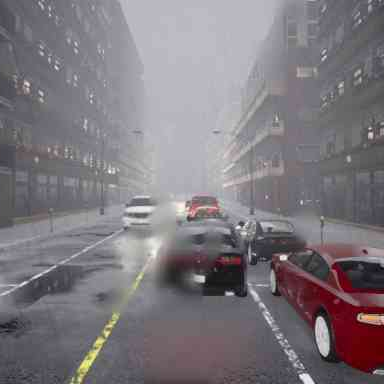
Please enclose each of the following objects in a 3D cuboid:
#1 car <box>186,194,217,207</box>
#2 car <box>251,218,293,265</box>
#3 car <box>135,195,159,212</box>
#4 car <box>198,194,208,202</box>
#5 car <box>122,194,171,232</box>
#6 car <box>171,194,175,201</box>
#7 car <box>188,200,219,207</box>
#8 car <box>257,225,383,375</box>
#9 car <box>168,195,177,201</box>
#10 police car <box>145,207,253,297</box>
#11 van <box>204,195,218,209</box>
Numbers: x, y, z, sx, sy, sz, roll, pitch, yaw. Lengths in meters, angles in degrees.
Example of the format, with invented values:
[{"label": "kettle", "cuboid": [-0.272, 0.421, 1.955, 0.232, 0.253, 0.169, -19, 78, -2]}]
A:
[{"label": "car", "cuboid": [0.823, 1.230, 24.574, 2.150, 2.045, 5.566, 0, 0, 0]}, {"label": "car", "cuboid": [2.572, 1.553, 11.375, 2.008, 1.369, 4.403, 1, 0, 0]}, {"label": "car", "cuboid": [-5.305, 1.323, 39.699, 2.192, 1.841, 5.009, 1, 0, 0]}, {"label": "car", "cuboid": [2.576, 1.332, 79.425, 2.192, 1.841, 5.009, 1, 0, 0]}, {"label": "car", "cuboid": [-2.752, 1.226, 20.556, 2.150, 2.045, 5.566, 0, 0, 0]}, {"label": "car", "cuboid": [-5.304, 1.329, 68.054, 2.192, 1.841, 5.009, 1, 0, 0]}, {"label": "car", "cuboid": [0.823, 1.459, 18.734, 1.801, 1.575, 5.366, 0, 0, 0]}, {"label": "car", "cuboid": [2.572, 1.546, 5.704, 1.887, 1.381, 4.507, 1, 0, 0]}, {"label": "car", "cuboid": [-5.307, 1.586, 90.737, 1.947, 1.339, 4.313, 1, 0, 0]}, {"label": "police car", "cuboid": [0.434, 1.426, 8.799, 1.930, 1.638, 5.238, 0, 0, 7]}, {"label": "van", "cuboid": [2.575, 1.350, 45.400, 1.690, 1.788, 3.998, 1, 0, 0]}]
